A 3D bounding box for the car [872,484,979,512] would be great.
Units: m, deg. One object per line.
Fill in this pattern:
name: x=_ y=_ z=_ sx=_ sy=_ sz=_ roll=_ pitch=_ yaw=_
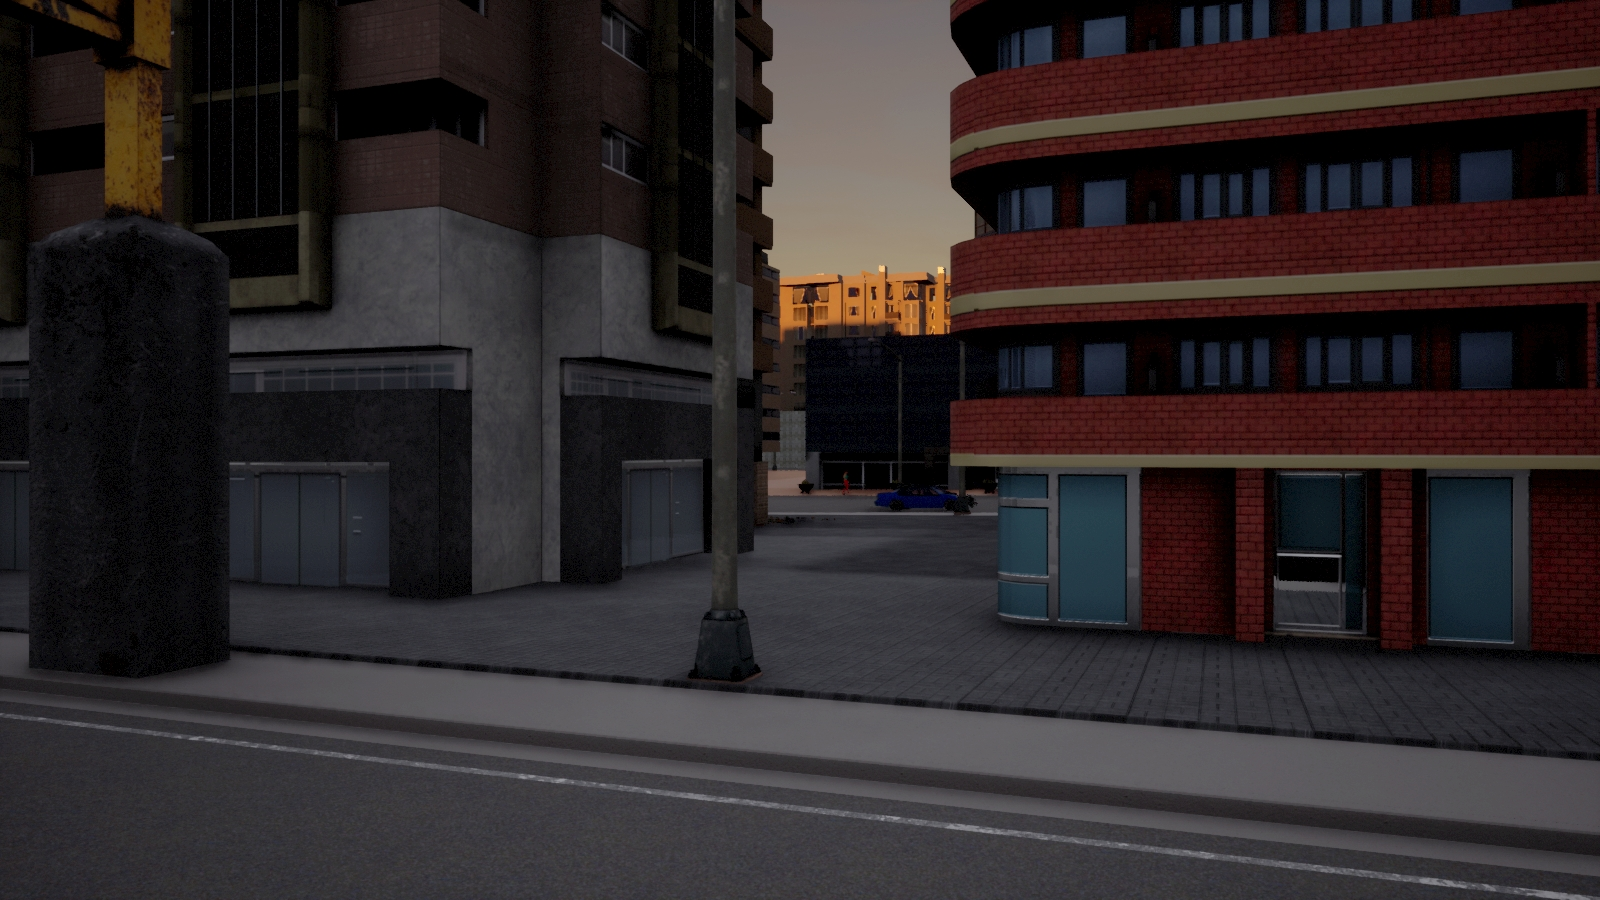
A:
car: x=6.748 y=2.590 z=61.514 sx=5.357 sy=1.411 sz=2.033 roll=-1 pitch=0 yaw=20
